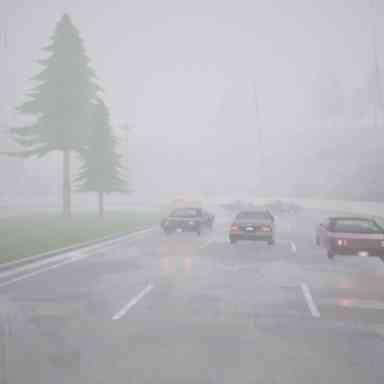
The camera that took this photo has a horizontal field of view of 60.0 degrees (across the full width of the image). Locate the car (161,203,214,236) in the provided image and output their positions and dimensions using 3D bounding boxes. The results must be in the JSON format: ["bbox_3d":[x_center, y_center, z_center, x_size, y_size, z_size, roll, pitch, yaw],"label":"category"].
[{"bbox_3d":[-0.056,1.512,17.975,1.895,1.301,4.718,0,0,14],"label":"car"}]

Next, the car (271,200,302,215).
[{"bbox_3d":[8.403,1.444,31.746,1.895,1.301,4.718,0,0,-13],"label":"car"}]

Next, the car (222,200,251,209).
[{"bbox_3d":[4.612,1.441,32.554,1.895,1.301,4.718,0,0,-18],"label":"car"}]

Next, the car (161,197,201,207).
[{"bbox_3d":[-1.203,1.308,34.623,1.882,1.535,5.008,1,-1,-44],"label":"car"}]

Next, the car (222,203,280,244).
[{"bbox_3d":[2.882,1.472,15.368,2.033,1.411,5.357,0,0,14],"label":"car"}]

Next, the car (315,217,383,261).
[{"bbox_3d":[5.633,1.541,12.024,1.895,1.301,4.718,0,0,14],"label":"car"}]
